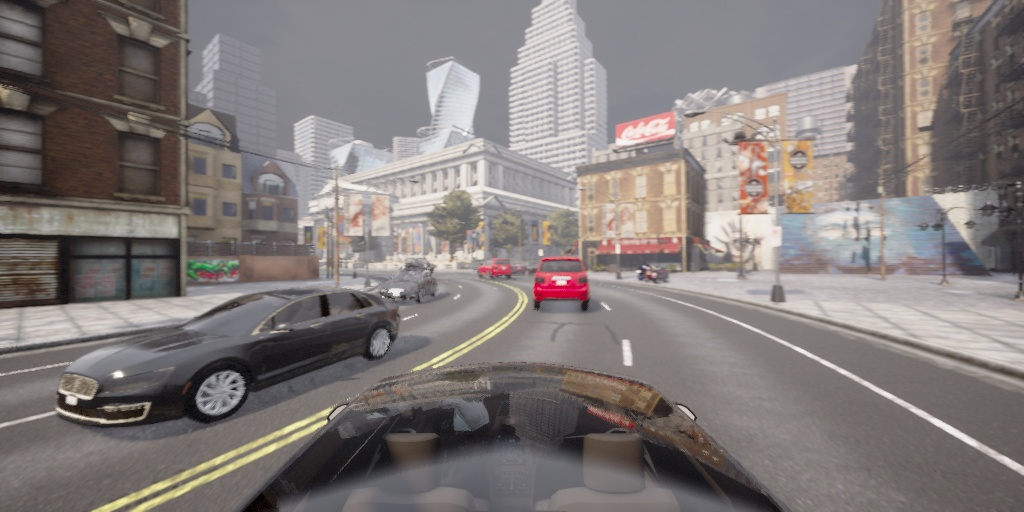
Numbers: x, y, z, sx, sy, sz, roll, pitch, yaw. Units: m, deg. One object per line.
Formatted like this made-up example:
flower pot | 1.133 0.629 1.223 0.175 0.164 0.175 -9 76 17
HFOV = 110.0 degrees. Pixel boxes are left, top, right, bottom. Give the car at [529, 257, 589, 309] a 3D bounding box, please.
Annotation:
car | 2.062 1.075 15.612 2.150 2.045 5.566 0 -1 6

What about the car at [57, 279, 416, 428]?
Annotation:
car | -3.968 1.338 6.196 1.837 1.490 4.892 0 0 20

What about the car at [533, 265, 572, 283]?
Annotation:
car | 3.516 1.551 31.737 1.994 1.385 4.181 0 -1 -16

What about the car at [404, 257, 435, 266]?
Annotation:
car | -12.010 1.164 46.270 2.150 2.045 5.566 0 -1 -40

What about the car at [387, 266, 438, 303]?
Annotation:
car | -4.999 1.443 17.943 2.128 1.511 4.902 0 -1 0

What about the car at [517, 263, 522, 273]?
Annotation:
car | -1.319 1.688 42.933 2.033 1.411 5.357 0 -1 -30

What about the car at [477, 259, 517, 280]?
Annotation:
car | -1.841 1.310 36.596 2.150 2.045 5.566 0 -1 -24
